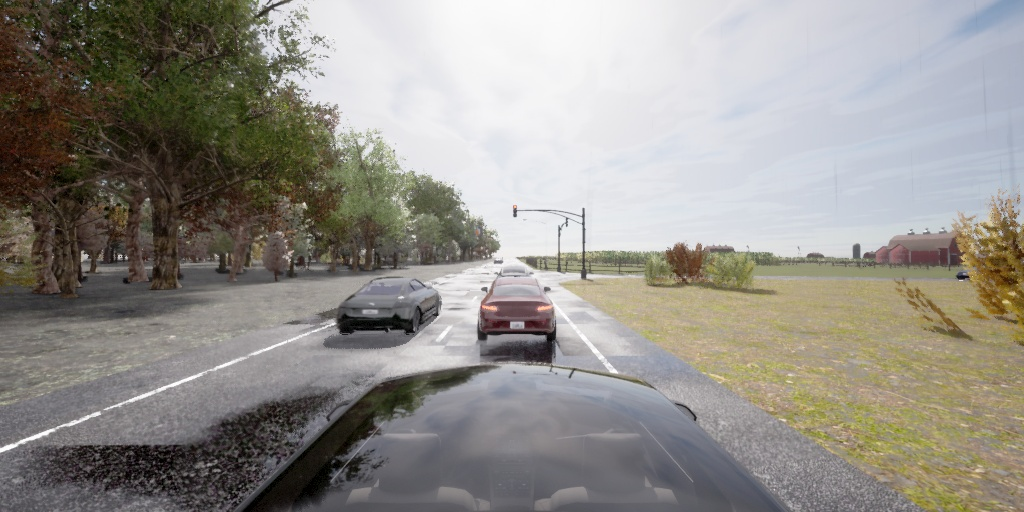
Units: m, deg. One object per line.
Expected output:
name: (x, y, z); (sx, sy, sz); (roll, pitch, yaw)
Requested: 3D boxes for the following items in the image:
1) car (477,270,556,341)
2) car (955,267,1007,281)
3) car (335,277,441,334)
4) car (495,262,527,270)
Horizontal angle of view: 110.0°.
car: (0.111, 1.278, 9.780); (1.812, 1.442, 4.674); (0, 0, 0)
car: (48.942, 1.845, 37.138); (4.181, 1.385, 1.994); (1, -1, 0)
car: (-3.395, 1.316, 10.595); (1.994, 1.385, 4.181); (0, 0, 0)
car: (0.104, 1.259, 19.042); (1.837, 1.490, 4.892); (0, 0, 0)
